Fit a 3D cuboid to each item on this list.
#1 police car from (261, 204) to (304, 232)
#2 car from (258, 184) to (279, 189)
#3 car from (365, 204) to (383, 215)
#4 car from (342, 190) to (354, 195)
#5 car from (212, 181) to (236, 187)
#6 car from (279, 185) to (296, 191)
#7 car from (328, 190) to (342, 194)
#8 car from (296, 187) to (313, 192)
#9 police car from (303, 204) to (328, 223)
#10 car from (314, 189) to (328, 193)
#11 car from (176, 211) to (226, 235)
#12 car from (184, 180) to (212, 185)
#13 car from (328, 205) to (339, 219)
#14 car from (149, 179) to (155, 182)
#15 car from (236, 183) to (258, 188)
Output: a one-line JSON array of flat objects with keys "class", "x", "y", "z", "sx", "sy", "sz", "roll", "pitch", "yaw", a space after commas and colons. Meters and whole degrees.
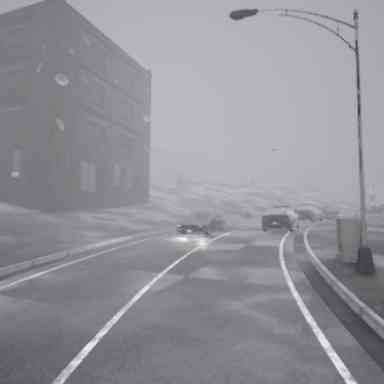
[{"class": "police car", "x": 6.093, "y": 1.738, "z": 22.633, "sx": 1.930, "sy": 1.638, "sz": 5.238, "roll": -2, "pitch": -2, "yaw": 24}, {"class": "car", "x": 15.671, "y": -0.891, "z": 72.495, "sx": 5.008, "sy": 1.535, "sz": 2.097, "roll": 3, "pitch": -6, "yaw": -28}, {"class": "car", "x": 28.038, "y": 2.546, "z": 48.785, "sx": 4.892, "sy": 1.490, "sz": 1.837, "roll": 1, "pitch": -4, "yaw": -26}, {"class": "car", "x": 39.368, "y": 0.456, "z": 87.002, "sx": 4.553, "sy": 1.767, "sz": 2.185, "roll": 4, "pitch": -6, "yaw": -34}, {"class": "car", "x": 5.808, "y": -1.401, "z": 67.437, "sx": 4.892, "sy": 1.521, "sz": 2.231, "roll": 3, "pitch": -5, "yaw": -26}, {"class": "car", "x": 20.499, "y": -0.745, "z": 75.179, "sx": 4.553, "sy": 1.767, "sz": 2.185, "roll": 3, "pitch": -6, "yaw": -29}, {"class": "car", "x": 34.698, "y": 0.250, "z": 83.850, "sx": 4.892, "sy": 1.521, "sz": 2.231, "roll": 4, "pitch": -6, "yaw": -33}, {"class": "car", "x": 25.436, "y": -0.301, "z": 78.054, "sx": 4.792, "sy": 1.488, "sz": 2.163, "roll": 3, "pitch": -6, "yaw": -30}, {"class": "police car", "x": 10.749, "y": 1.927, "z": 30.963, "sx": 1.930, "sy": 1.638, "sz": 5.238, "roll": -3, "pitch": -3, "yaw": 34}, {"class": "car", "x": 30.140, "y": -0.003, "z": 80.926, "sx": 4.674, "sy": 1.452, "sz": 2.002, "roll": 3, "pitch": -6, "yaw": -31}, {"class": "car", "x": 0.766, "y": 1.916, "z": 21.563, "sx": 2.033, "sy": 1.411, "sz": 5.357, "roll": -1, "pitch": -2, "yaw": 21}, {"class": "car", "x": 0.829, "y": -1.623, "z": 65.065, "sx": 4.892, "sy": 1.521, "sz": 2.231, "roll": 2, "pitch": -5, "yaw": -25}, {"class": "car", "x": 14.119, "y": 2.121, "z": 35.455, "sx": 1.837, "sy": 1.490, "sz": 4.892, "roll": -4, "pitch": -3, "yaw": 40}, {"class": "car", "x": -9.048, "y": -2.163, "z": 60.387, "sx": 4.553, "sy": 1.767, "sz": 2.185, "roll": 2, "pitch": -5, "yaw": -25}, {"class": "car", "x": 10.767, "y": -1.113, "z": 69.910, "sx": 4.674, "sy": 1.452, "sz": 2.002, "roll": 3, "pitch": -6, "yaw": -27}]
